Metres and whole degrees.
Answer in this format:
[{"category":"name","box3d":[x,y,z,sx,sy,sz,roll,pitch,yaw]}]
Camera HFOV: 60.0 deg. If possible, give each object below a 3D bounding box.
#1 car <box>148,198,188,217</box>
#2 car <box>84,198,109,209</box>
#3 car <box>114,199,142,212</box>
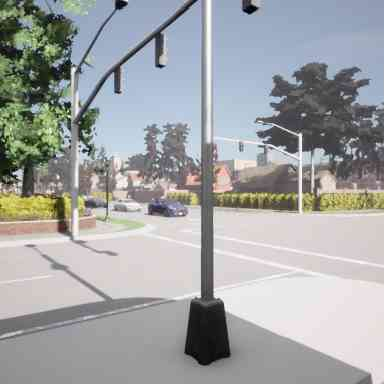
[{"category":"car","box3d":[-2.323,1.352,31.360,2.097,1.767,4.553,0,0,-36]},{"category":"car","box3d":[-13.510,1.548,46.820,2.033,1.411,5.357,0,0,-36]},{"category":"car","box3d":[-7.542,1.526,38.577,1.812,1.442,4.674,0,0,-36]}]
